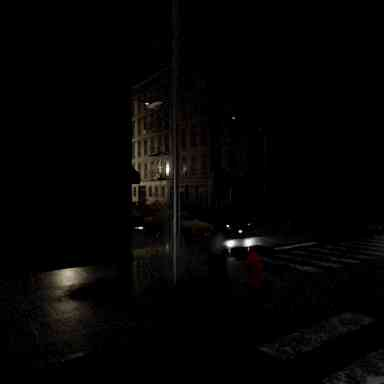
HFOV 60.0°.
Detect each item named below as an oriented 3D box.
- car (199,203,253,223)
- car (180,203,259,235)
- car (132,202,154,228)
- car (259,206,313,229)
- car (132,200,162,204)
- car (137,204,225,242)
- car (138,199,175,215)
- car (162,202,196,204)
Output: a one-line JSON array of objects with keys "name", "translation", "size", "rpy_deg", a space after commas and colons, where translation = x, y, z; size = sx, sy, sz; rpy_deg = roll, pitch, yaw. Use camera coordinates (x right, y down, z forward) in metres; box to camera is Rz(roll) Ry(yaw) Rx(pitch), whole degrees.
[{"name": "car", "translation": [2.565, 1.578, 25.910], "size": [1.802, 1.307, 4.206], "rpy_deg": [0, 0, -35]}, {"name": "car", "translation": [0.984, 1.565, 18.713], "size": [2.033, 1.411, 5.357], "rpy_deg": [0, 0, -32]}, {"name": "car", "translation": [-3.978, 1.585, 21.264], "size": [2.008, 1.369, 4.403], "rpy_deg": [0, 0, -35]}, {"name": "car", "translation": [5.704, 1.558, 21.500], "size": [1.947, 1.339, 4.313], "rpy_deg": [0, 0, -35]}, {"name": "car", "translation": [-4.771, 1.517, 26.755], "size": [2.128, 1.511, 4.902], "rpy_deg": [0, 0, -35]}, {"name": "car", "translation": [-0.741, 1.555, 16.715], "size": [1.752, 1.417, 4.829], "rpy_deg": [0, 0, -35]}, {"name": "car", "translation": [-3.811, 1.529, 34.867], "size": [1.752, 1.417, 4.829], "rpy_deg": [0, 0, -35]}, {"name": "car", "translation": [-0.573, 1.566, 30.319], "size": [1.947, 1.339, 4.313], "rpy_deg": [0, 0, -35]}]
